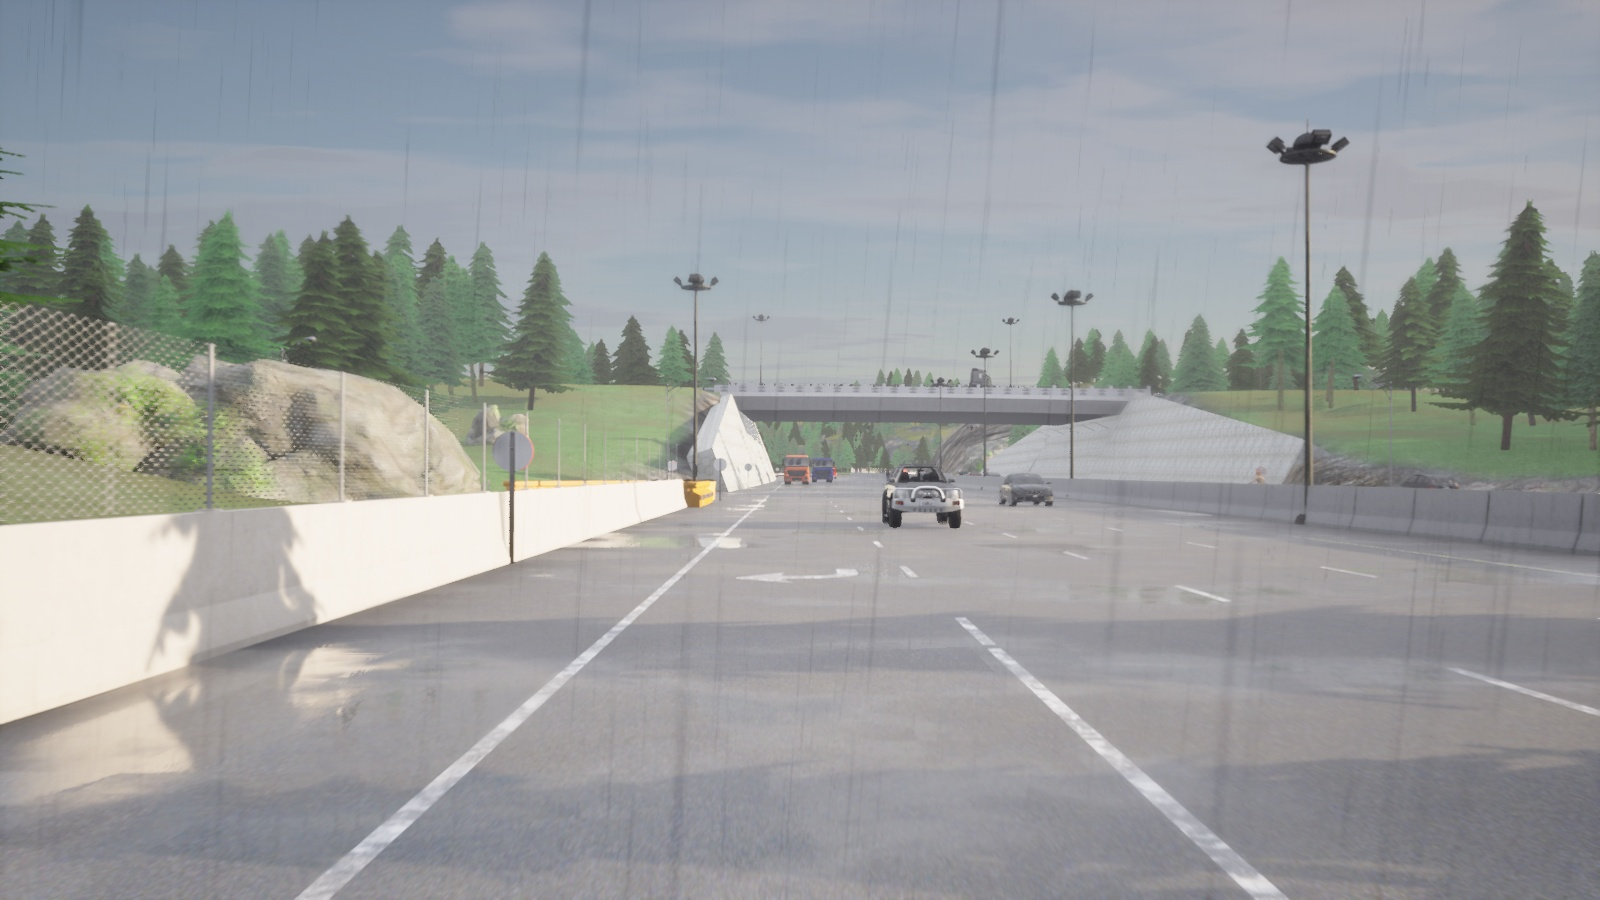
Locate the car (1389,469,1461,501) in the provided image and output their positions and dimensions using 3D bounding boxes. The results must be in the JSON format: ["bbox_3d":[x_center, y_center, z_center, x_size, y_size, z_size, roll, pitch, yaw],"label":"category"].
[{"bbox_3d":[31.347,1.724,63.100,1.789,1.549,3.705,0,-1,0],"label":"car"}]

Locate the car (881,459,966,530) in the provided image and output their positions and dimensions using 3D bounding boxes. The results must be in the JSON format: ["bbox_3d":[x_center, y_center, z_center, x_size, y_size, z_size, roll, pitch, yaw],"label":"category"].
[{"bbox_3d":[3.413,1.212,35.544,1.932,1.855,4.605,0,-1,0],"label":"car"}]

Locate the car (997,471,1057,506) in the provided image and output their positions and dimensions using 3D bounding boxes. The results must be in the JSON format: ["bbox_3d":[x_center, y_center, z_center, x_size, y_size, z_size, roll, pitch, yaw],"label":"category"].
[{"bbox_3d":[10.361,1.740,57.532,1.837,1.490,4.892,0,-1,0],"label":"car"}]
